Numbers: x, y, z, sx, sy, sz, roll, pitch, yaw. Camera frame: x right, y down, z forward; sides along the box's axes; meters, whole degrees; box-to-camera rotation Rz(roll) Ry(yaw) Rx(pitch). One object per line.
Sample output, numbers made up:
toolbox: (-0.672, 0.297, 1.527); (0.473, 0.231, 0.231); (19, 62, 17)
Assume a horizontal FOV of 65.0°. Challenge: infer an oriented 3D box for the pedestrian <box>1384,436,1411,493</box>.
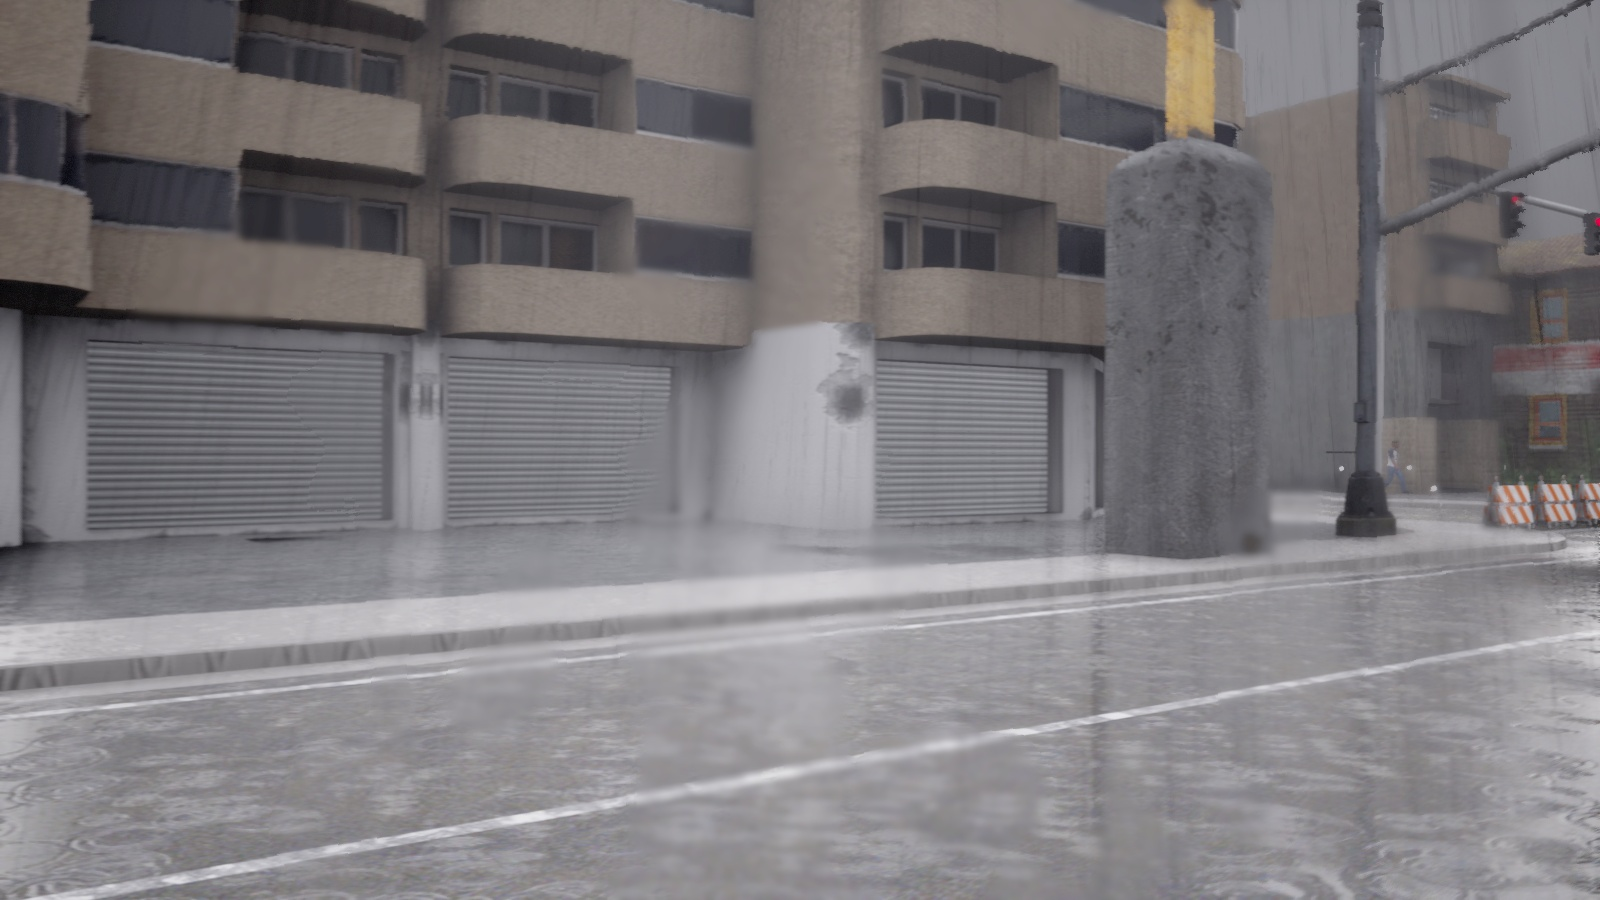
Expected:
pedestrian: (19.335, 0.468, 40.647); (0.354, 1.836, 0.706); (0, 0, -39)
